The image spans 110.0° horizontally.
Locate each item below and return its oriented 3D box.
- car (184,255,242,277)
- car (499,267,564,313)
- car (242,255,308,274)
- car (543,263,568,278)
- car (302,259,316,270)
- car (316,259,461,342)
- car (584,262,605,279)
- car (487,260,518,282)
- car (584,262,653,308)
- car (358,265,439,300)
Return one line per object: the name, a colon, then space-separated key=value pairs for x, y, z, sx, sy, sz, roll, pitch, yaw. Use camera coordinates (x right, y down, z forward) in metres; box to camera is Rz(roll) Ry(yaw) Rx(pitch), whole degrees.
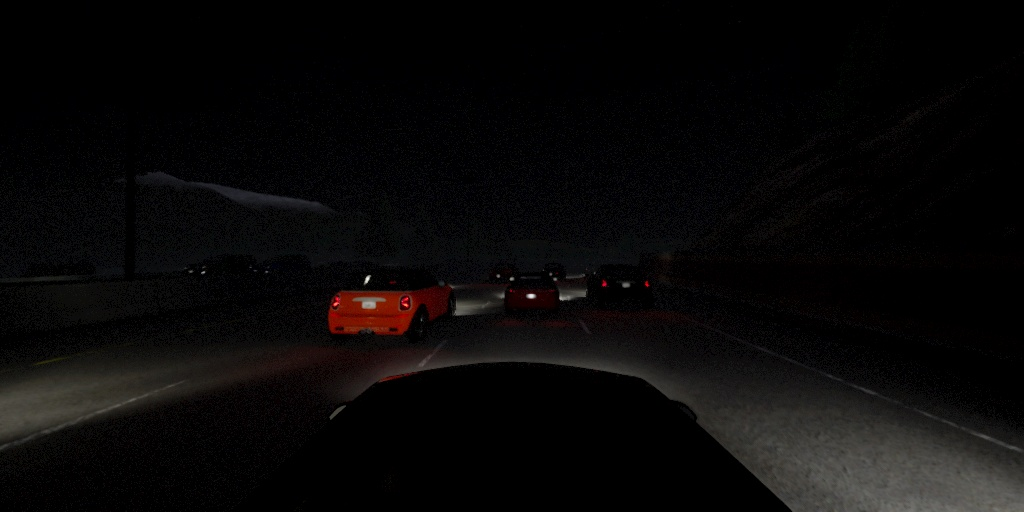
car: x=-25.128 y=0.887 z=31.342 sx=2.150 sy=2.045 sz=5.566 roll=0 pitch=0 yaw=11
car: x=0.835 y=1.316 z=14.069 sx=1.994 sy=1.385 sz=4.181 roll=0 pitch=0 yaw=5
car: x=-21.222 y=0.900 z=33.109 sx=2.150 sy=2.045 sz=5.566 roll=0 pitch=0 yaw=12
car: x=3.648 y=1.286 z=31.243 sx=1.812 sy=1.442 sz=4.674 roll=0 pitch=0 yaw=13
car: x=-17.260 y=1.239 z=34.958 sx=2.033 sy=1.411 sz=5.357 roll=0 pitch=0 yaw=13
car: x=-3.008 y=1.092 z=9.979 sx=2.097 sy=1.767 sz=4.553 roll=0 pitch=0 yaw=3
car: x=7.889 y=1.300 z=33.891 sx=1.812 sy=1.442 sz=4.674 roll=0 pitch=0 yaw=14
car: x=-0.547 y=1.273 z=28.428 sx=1.812 sy=1.442 sz=4.674 roll=0 pitch=0 yaw=11
car: x=4.503 y=1.116 z=15.581 sx=2.097 sy=1.767 sz=4.553 roll=0 pitch=0 yaw=6
car: x=-5.704 y=1.278 z=18.917 sx=2.033 sy=1.411 sz=5.357 roll=0 pitch=0 yaw=7
